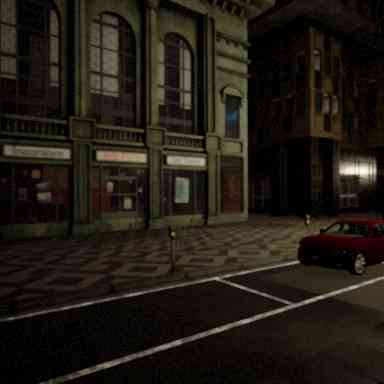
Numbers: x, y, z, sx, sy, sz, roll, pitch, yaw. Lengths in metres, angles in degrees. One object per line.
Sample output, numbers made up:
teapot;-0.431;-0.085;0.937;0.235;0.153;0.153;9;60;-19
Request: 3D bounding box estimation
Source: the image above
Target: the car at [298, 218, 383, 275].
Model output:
car;5.153;1.524;10.325;4.507;1.381;1.887;0;0;-35
